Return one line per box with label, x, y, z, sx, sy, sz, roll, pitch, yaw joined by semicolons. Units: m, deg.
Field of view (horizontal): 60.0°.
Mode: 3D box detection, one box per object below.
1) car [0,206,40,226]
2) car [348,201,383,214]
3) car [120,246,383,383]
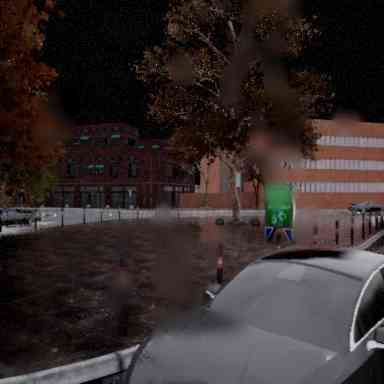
car;-12.379;1.601;22.117;1.994;1.385;4.181;0;0;31
car;20.927;1.814;39.446;4.902;1.511;2.128;0;0;-15
car;1.462;1.507;3.945;4.892;1.490;1.837;0;0;-45
